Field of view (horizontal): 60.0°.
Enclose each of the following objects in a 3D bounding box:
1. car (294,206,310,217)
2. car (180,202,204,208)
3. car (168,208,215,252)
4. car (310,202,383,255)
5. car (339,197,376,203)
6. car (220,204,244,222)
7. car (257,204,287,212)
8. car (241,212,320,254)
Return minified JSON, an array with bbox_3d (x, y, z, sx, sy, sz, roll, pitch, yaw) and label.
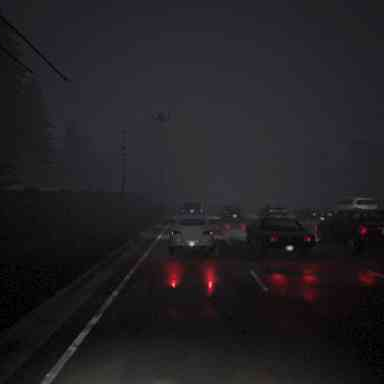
[{"bbox_3d":[10.492,1.869,29.100,1.895,1.301,4.718,0,0,0],"label":"car"},{"bbox_3d":[-0.008,1.619,29.077,2.097,1.767,4.553,0,-1,0],"label":"car"},{"bbox_3d":[-0.001,1.659,14.378,1.812,1.442,4.674,0,0,0],"label":"car"},{"bbox_3d":[6.997,1.480,14.081,2.097,1.767,4.553,0,-1,0],"label":"car"},{"bbox_3d":[13.991,1.484,29.015,2.150,2.045,5.566,0,0,0],"label":"car"},{"bbox_3d":[3.494,1.797,29.378,1.812,1.442,4.674,0,0,0],"label":"car"},{"bbox_3d":[6.994,1.763,29.285,2.128,1.511,4.902,0,0,0],"label":"car"},{"bbox_3d":[3.497,1.731,14.100,1.895,1.301,4.718,0,0,0],"label":"car"}]
